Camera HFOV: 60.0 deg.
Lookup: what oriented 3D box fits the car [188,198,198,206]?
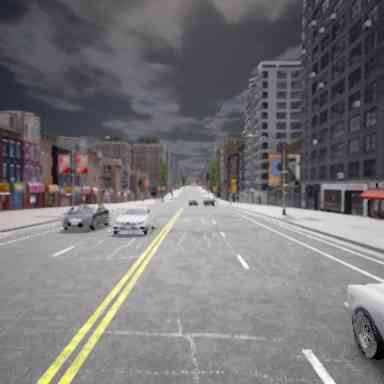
[{"bbox_3d":[0.232,2.118,66.062,1.895,1.301,4.718,0,-1,0],"label":"car"}]

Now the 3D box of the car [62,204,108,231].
[{"bbox_3d":[-6.458,1.502,20.841,2.128,1.511,4.902,0,0,1],"label":"car"}]

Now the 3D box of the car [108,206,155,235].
[{"bbox_3d":[-3.226,1.548,19.275,1.812,1.442,4.674,0,0,1],"label":"car"}]

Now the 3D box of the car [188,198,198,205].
[{"bbox_3d":[0.268,2.139,76.044,2.128,1.511,4.902,0,-1,0],"label":"car"}]

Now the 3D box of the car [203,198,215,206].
[{"bbox_3d":[3.481,2.032,65.600,1.837,1.490,4.892,0,-1,0],"label":"car"}]

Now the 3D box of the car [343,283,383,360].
[{"bbox_3d":[3.253,1.622,3.015,1.895,1.301,4.718,0,0,0],"label":"car"}]

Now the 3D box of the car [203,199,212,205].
[{"bbox_3d":[3.518,2.186,76.031,1.994,1.385,4.181,0,-1,0],"label":"car"}]
